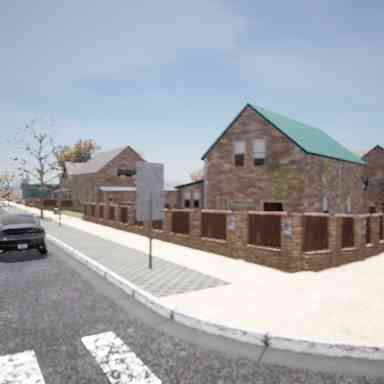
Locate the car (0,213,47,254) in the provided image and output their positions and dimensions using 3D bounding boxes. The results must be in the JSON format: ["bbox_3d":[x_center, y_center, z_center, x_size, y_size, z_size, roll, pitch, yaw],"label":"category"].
[{"bbox_3d":[-7.145,1.626,13.397,1.837,1.490,4.892,0,0,-34],"label":"car"}]
